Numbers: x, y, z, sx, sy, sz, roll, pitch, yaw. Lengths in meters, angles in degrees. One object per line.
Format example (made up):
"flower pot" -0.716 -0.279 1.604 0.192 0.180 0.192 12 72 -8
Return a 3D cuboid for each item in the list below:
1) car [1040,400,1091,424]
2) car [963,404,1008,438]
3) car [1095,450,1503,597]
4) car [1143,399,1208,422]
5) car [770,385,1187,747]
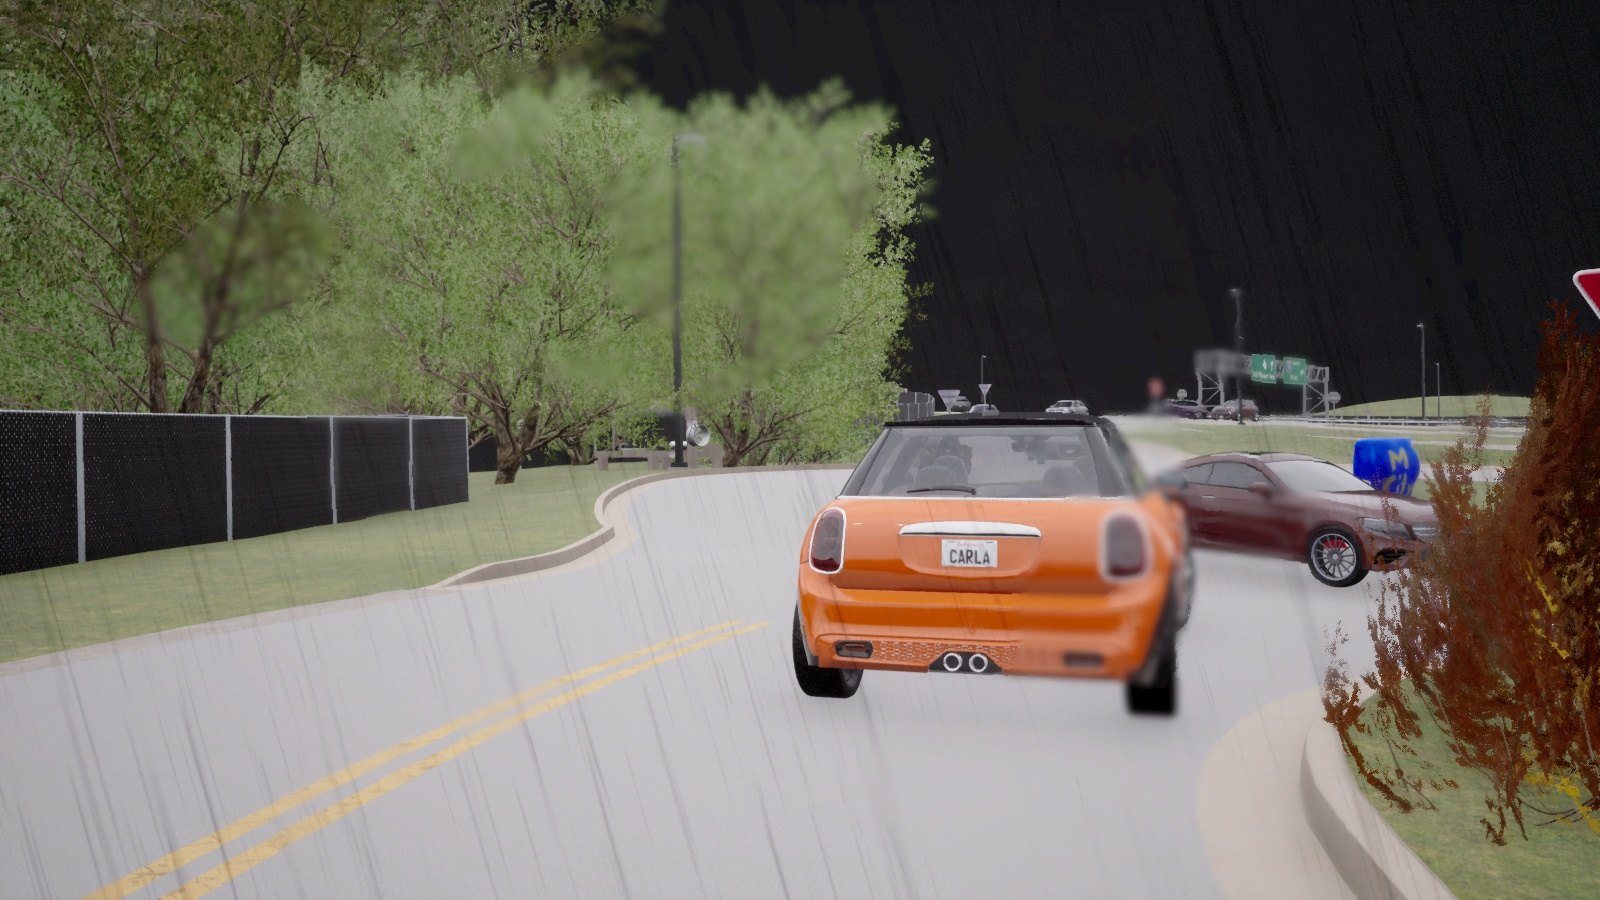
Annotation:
"car" 17.335 -2.500 81.889 1.970 1.475 3.806 0 2 34
"car" 9.031 -1.424 61.295 1.845 1.501 3.633 0 4 3
"car" 5.969 0.773 15.704 1.812 1.442 4.674 -1 2 -28
"car" 27.371 -2.912 91.627 4.193 1.474 1.816 2 2 2
"car" 1.532 0.548 8.610 2.097 1.767 4.553 0 0 18
